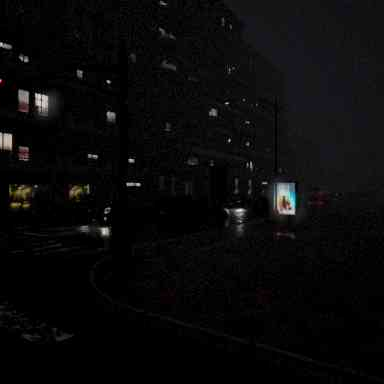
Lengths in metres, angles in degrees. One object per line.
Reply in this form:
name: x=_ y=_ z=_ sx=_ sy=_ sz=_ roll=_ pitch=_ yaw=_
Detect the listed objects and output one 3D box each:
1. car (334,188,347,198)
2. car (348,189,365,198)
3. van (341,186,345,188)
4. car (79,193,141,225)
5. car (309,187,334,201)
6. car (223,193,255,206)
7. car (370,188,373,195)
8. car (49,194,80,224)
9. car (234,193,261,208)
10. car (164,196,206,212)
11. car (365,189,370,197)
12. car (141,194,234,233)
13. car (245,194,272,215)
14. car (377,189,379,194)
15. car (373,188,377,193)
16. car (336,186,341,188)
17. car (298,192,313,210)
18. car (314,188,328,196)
car: x=25.101 y=0.408 z=58.047 sx=1.895 sy=1.301 sz=4.718 roll=0 pitch=1 yaw=35
car: x=28.633 y=0.310 z=58.541 sx=1.887 sy=1.381 sz=4.507 roll=1 pitch=2 yaw=35
van: x=37.670 y=-0.443 z=85.985 sx=1.690 sy=1.788 sz=3.998 roll=2 pitch=2 yaw=35
car: x=-4.518 y=1.044 z=21.433 sx=2.097 sy=1.767 sz=4.553 roll=0 pitch=1 yaw=35
car: x=18.916 y=0.235 z=49.241 sx=2.150 sy=2.045 sz=5.566 roll=0 pitch=1 yaw=35
car: x=5.797 y=0.832 z=40.605 sx=2.008 sy=1.369 sz=4.403 roll=2 pitch=2 yaw=35
car: x=35.008 y=0.097 z=67.620 sx=1.887 sy=1.381 sz=4.507 roll=1 pitch=2 yaw=35
car: x=-6.950 y=1.013 z=22.444 sx=2.192 sy=1.841 sz=5.009 roll=1 pitch=2 yaw=35
car: x=5.305 y=0.897 z=35.401 sx=1.812 sy=1.442 sz=4.674 roll=0 pitch=1 yaw=35
car: x=-0.577 y=1.072 z=31.528 sx=1.802 sy=1.307 sz=4.206 roll=1 pitch=2 yaw=35
car: x=31.820 y=0.099 z=63.077 sx=1.967 sy=1.590 sz=4.097 roll=1 pitch=2 yaw=35
car: x=-0.058 y=1.027 z=17.679 sx=2.192 sy=1.841 sz=5.009 roll=1 pitch=2 yaw=35
car: x=6.317 y=1.071 z=26.764 sx=1.947 sy=1.339 sz=4.313 roll=1 pitch=2 yaw=35
car: x=44.571 y=-0.219 z=81.239 sx=2.008 sy=1.369 sz=4.403 roll=1 pitch=2 yaw=35
car: x=38.196 y=-0.010 z=72.160 sx=1.887 sy=1.381 sz=4.507 roll=1 pitch=2 yaw=35
car: x=34.482 y=-0.236 z=81.449 sx=1.967 sy=1.590 sz=4.097 roll=2 pitch=2 yaw=35
car: x=9.505 y=0.966 z=31.304 sx=1.947 sy=1.339 sz=4.313 roll=1 pitch=2 yaw=35
car: x=28.107 y=-0.022 z=72.371 sx=1.967 sy=1.590 sz=4.097 roll=2 pitch=2 yaw=35
